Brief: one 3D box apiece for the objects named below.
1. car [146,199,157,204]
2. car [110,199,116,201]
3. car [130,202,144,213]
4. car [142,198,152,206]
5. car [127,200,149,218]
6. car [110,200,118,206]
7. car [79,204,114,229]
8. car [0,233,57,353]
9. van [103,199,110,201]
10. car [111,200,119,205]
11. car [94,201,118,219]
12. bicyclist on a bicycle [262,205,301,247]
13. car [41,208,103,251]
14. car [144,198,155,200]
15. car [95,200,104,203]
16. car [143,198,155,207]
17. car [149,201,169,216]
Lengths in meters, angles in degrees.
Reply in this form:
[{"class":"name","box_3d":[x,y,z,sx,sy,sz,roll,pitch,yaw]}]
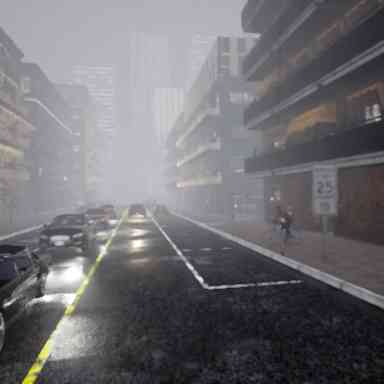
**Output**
[{"class":"car","box_3d":[-5.514,2.133,49.411,1.752,1.417,4.829,-2,0,-10]},{"class":"car","box_3d":[-16.572,2.327,64.430,2.192,1.841,5.009,-2,0,-10]},{"class":"car","box_3d":[-7.927,2.173,47.690,1.812,1.442,4.674,-1,0,-9]},{"class":"car","box_3d":[-11.143,2.375,82.376,2.192,1.841,5.009,-2,0,-10]},{"class":"car","box_3d":[-5.994,2.000,36.586,1.837,1.490,4.892,-1,0,-9]},{"class":"car","box_3d":[-20.338,2.898,86.513,1.802,1.307,4.206,-2,0,-10]},{"class":"car","box_3d":[-7.219,1.938,25.068,1.812,1.442,4.674,-1,-1,-9]},{"class":"car","box_3d":[-3.982,1.754,6.093,1.895,1.301,4.718,-1,-1,-12]},{"class":"van","box_3d":[-14.665,2.201,53.390,1.690,1.788,3.998,-2,0,-10]},{"class":"car","box_3d":[-21.280,2.974,92.035,1.802,1.307,4.206,-2,0,-10]},{"class":"car","box_3d":[-8.922,2.056,35.326,1.837,1.490,4.892,-1,-1,-9]},{"class":"bicyclist on a bicycle","box_3d":[3.553,1.345,13.148,1.656,1.620,0.582,0,-1,-10]},{"class":"car","box_3d":[-5.569,1.771,15.365,2.128,1.511,4.902,-1,-1,-10]},{"class":"car","box_3d":[-7.376,2.071,60.289,2.192,1.841,5.009,-2,0,-10]},{"class":"car","box_3d":[-12.778,2.149,42.345,1.967,1.590,4.097,-2,0,-10]},{"class":"car","box_3d":[-9.260,2.223,71.333,2.192,1.841,5.009,-2,0,-10]},{"class":"car","box_3d":[-3.600,2.036,38.200,1.802,1.307,4.206,-2,0,-10]}]
